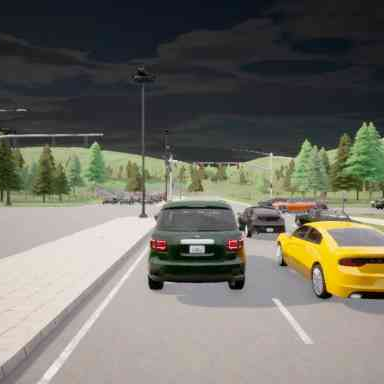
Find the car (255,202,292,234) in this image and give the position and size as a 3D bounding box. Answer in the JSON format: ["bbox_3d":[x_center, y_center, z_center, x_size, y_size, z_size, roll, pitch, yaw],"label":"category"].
[{"bbox_3d":[3.574,1.505,17.712,1.837,1.490,4.892,0,0,0],"label":"car"}]

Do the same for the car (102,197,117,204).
[{"bbox_3d":[-15.154,1.564,61.629,1.994,1.385,4.181,0,0,0],"label":"car"}]

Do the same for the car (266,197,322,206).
[{"bbox_3d":[10.448,1.351,34.348,4.553,1.767,2.097,0,0,-1],"label":"car"}]

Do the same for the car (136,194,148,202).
[{"bbox_3d":[-11.630,1.355,78.162,2.097,1.767,4.553,0,0,0],"label":"car"}]

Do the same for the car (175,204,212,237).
[{"bbox_3d":[0.072,1.505,19.089,1.837,1.490,4.892,0,0,0],"label":"car"}]

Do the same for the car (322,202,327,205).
[{"bbox_3d":[13.049,1.526,38.000,4.674,1.442,1.812,0,0,0],"label":"car"}]

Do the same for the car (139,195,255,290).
[{"bbox_3d":[0.088,1.221,9.232,2.150,2.045,5.566,0,0,0],"label":"car"}]

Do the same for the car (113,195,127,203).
[{"bbox_3d":[-15.116,1.500,70.302,1.837,1.490,4.892,0,0,0],"label":"car"}]

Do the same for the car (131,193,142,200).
[{"bbox_3d":[-15.139,1.224,91.232,2.150,2.045,5.566,0,0,0],"label":"car"}]

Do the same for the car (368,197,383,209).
[{"bbox_3d":[26.719,1.478,44.861,5.008,1.535,1.882,0,0,1],"label":"car"}]

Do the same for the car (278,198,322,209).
[{"bbox_3d":[14.549,1.547,45.126,5.357,1.411,2.033,0,0,3],"label":"car"}]

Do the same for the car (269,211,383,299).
[{"bbox_3d":[3.586,1.478,8.488,1.882,1.535,5.008,0,0,0],"label":"car"}]

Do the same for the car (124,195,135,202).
[{"bbox_3d":[-15.134,1.478,80.690,1.882,1.535,5.008,0,0,0],"label":"car"}]

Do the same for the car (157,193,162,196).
[{"bbox_3d":[-8.115,1.355,69.635,2.097,1.767,4.553,0,0,0],"label":"car"}]

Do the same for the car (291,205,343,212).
[{"bbox_3d":[7.074,1.601,17.887,1.895,1.301,4.718,0,0,0],"label":"car"}]

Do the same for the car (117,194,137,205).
[{"bbox_3d":[-11.709,1.526,60.205,1.812,1.442,4.674,0,0,1],"label":"car"}]

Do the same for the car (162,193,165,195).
[{"bbox_3d":[-8.130,1.552,78.144,1.994,1.385,4.181,0,0,0],"label":"car"}]

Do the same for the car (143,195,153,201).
[{"bbox_3d":[-11.645,1.552,88.174,1.994,1.385,4.181,0,0,0],"label":"car"}]

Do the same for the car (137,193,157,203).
[{"bbox_3d":[-8.164,1.491,60.555,2.128,1.511,4.902,0,0,0],"label":"car"}]

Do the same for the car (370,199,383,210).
[{"bbox_3d":[25.630,1.218,41.372,5.566,2.045,2.150,0,0,1],"label":"car"}]
